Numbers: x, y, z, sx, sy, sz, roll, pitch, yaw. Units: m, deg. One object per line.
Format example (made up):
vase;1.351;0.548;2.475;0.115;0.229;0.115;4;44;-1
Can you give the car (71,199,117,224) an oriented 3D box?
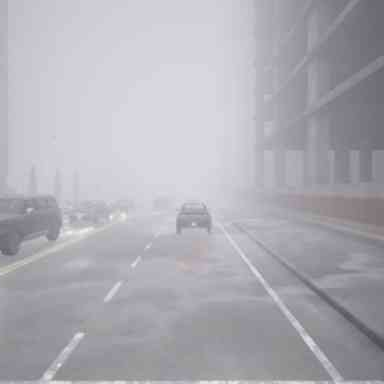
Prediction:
car;-7.074;1.340;23.402;2.128;1.511;4.902;0;0;0

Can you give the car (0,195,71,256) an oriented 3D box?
car;-7.087;1.144;13.186;2.150;2.045;5.566;0;0;1

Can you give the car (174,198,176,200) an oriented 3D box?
car;-3.502;1.206;49.317;2.033;1.411;5.357;0;0;0

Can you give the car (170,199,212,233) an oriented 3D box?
car;0.100;1.373;18.920;2.128;1.511;4.902;0;0;0

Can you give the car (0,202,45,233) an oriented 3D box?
car;-10.586;1.402;19.489;1.812;1.442;4.674;0;0;0

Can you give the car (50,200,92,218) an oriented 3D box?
car;-10.531;1.405;29.345;1.895;1.301;4.718;0;0;1

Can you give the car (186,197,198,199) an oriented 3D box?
car;0.032;1.302;43.518;1.895;1.301;4.718;0;0;1

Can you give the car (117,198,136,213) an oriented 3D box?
car;-7.000;1.318;33.967;2.033;1.411;5.357;0;0;0

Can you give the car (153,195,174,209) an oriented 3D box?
car;-3.501;1.235;39.523;1.837;1.490;4.892;0;0;0
